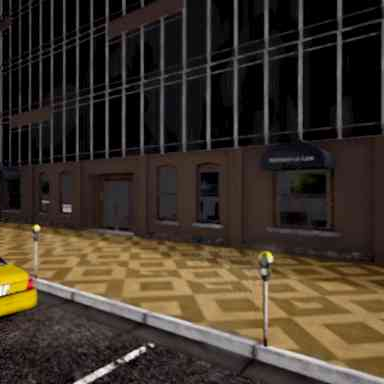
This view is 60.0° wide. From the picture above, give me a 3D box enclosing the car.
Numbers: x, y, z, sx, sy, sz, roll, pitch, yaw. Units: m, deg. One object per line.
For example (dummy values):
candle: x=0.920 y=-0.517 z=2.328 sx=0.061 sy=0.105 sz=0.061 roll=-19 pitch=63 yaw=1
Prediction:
car: x=-4.876 y=1.473 z=6.355 sx=4.829 sy=1.417 sz=1.752 roll=0 pitch=0 yaw=35
